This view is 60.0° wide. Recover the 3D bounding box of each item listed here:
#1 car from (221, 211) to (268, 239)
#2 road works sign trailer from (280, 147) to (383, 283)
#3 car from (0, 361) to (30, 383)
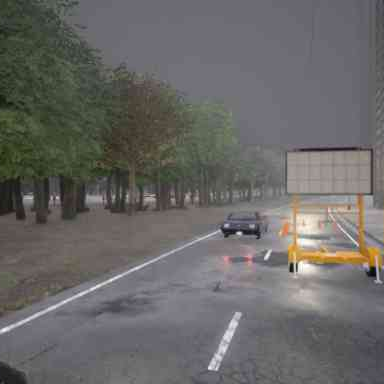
[{"bbox_3d":[2.976,1.669,17.891,1.895,1.301,4.718,0,0,19],"label":"car"},{"bbox_3d":[3.998,0.495,9.904,2.380,3.560,2.880,0,0,12],"label":"road works sign trailer"},{"bbox_3d":[-2.476,1.525,0.774,1.812,1.442,4.674,0,0,17],"label":"car"}]
